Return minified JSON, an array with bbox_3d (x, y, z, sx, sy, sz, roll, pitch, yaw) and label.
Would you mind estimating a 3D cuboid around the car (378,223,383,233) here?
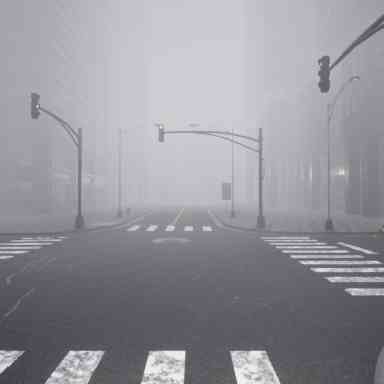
[{"bbox_3d":[11.754,1.564,16.231,4.829,1.417,1.752,0,-1,0],"label":"car"}]
